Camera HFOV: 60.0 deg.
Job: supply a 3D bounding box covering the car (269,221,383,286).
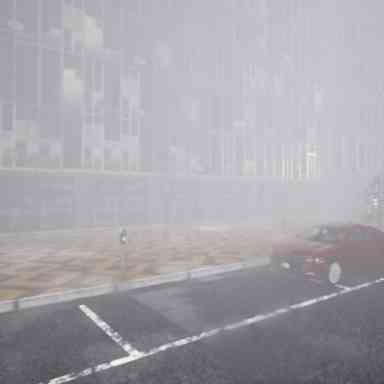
[{"bbox_3d":[4.133,1.566,9.502,4.507,1.381,1.887,0,0,-35],"label":"car"}]
